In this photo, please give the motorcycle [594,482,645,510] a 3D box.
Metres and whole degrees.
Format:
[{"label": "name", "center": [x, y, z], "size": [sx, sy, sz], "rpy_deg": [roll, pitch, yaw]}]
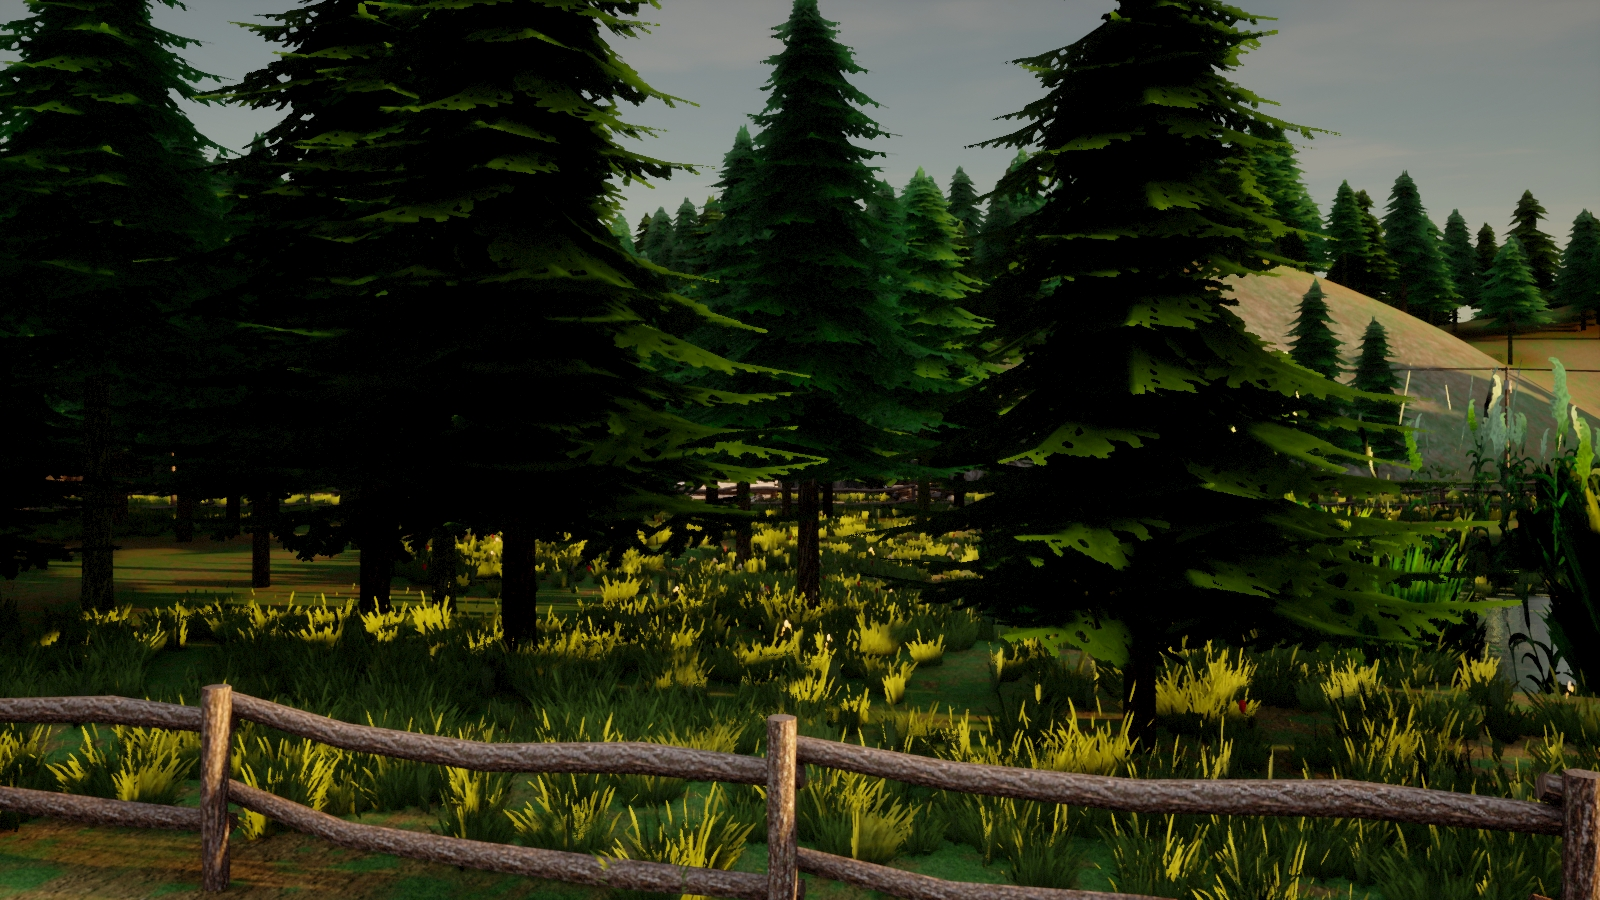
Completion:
[{"label": "motorcycle", "center": [-8.558, 2.178, 54.109], "size": [2.209, 1.251, 0.867], "rpy_deg": [0, 0, 14]}]
